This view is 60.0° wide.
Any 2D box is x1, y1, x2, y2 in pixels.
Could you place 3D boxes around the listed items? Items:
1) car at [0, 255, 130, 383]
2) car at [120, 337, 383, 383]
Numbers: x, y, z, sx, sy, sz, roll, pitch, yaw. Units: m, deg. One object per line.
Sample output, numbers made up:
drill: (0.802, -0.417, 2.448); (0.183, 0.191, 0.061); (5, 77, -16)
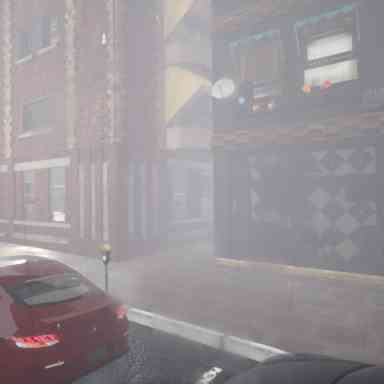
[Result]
car: (-2.703, 1.583, 4.762); (4.206, 1.307, 1.802); (0, -1, 35)
car: (1.909, 1.566, 1.487); (4.313, 1.339, 1.947); (0, -1, 35)
